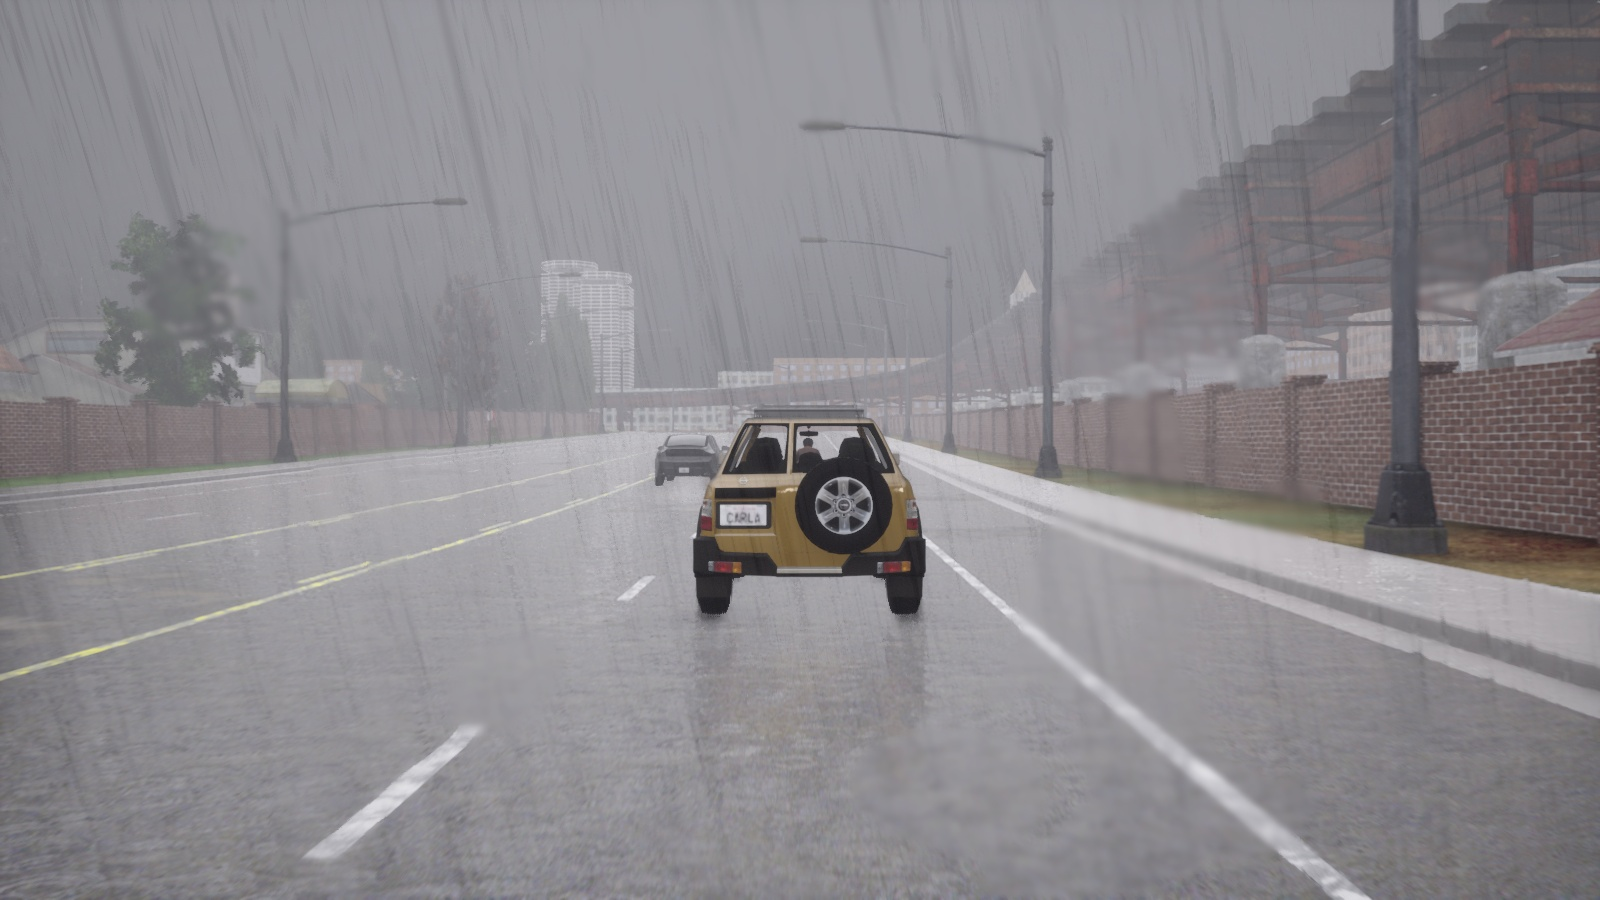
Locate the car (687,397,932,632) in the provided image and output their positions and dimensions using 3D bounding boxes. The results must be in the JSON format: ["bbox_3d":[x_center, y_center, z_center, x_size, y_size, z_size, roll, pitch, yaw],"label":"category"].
[{"bbox_3d":[0.086,0.492,12.192,1.932,1.855,4.605,0,0,0],"label":"car"}]

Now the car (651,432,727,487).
[{"bbox_3d":[-3.264,0.248,37.933,1.837,1.490,4.892,0,2,0],"label":"car"}]
